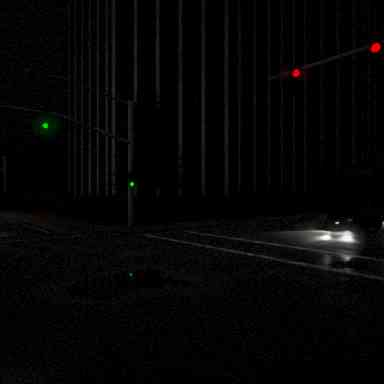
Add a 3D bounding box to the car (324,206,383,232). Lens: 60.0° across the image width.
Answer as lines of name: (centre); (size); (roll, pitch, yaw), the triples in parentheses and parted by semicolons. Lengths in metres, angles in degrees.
car: (9.811, 1.581, 20.195); (4.181, 1.385, 1.994); (0, 0, -39)
